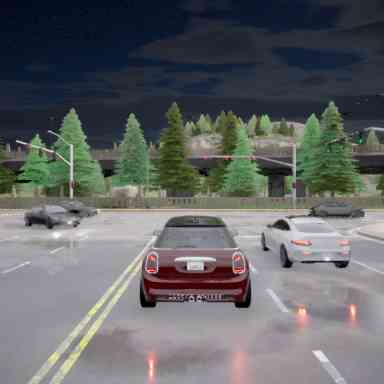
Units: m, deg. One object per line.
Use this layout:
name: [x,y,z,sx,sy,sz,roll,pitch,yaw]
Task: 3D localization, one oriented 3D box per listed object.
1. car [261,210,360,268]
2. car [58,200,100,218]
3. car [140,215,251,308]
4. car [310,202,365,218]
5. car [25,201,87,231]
car: [3.602,1.526,11.139,1.812,1.442,4.674,0,0,0]
car: [-10.230,1.437,27.718,4.902,1.511,2.128,0,0,1]
car: [0.083,1.352,8.094,2.097,1.767,4.553,0,0,1]
car: [11.849,1.508,27.354,4.181,1.385,1.994,0,0,1]
car: [-8.811,1.518,20.837,4.674,1.442,1.812,0,-1,41]
